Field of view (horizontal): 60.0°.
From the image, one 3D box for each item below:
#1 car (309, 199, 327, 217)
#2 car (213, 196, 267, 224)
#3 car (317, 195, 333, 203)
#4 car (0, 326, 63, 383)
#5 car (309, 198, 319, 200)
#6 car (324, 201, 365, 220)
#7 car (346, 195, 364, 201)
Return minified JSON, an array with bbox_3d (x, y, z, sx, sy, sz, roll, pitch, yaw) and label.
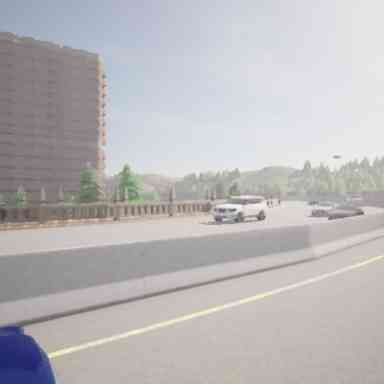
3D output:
[{"bbox_3d":[13.359,1.701,33.261,1.812,1.442,4.674,0,0,34],"label":"car"},{"bbox_3d":[3.995,1.354,26.869,2.150,2.045,5.566,0,0,41],"label":"car"},{"bbox_3d":[28.544,1.517,71.737,2.128,1.511,4.902,0,0,8],"label":"car"},{"bbox_3d":[-3.095,1.605,1.626,4.718,1.301,1.895,0,0,-35],"label":"car"},{"bbox_3d":[23.264,1.800,63.109,1.882,1.535,5.008,0,0,15],"label":"car"},{"bbox_3d":[12.043,1.663,25.630,1.812,1.442,4.674,0,0,38],"label":"car"},{"bbox_3d":[30.122,1.556,61.632,2.150,2.045,5.566,0,0,15],"label":"car"}]
